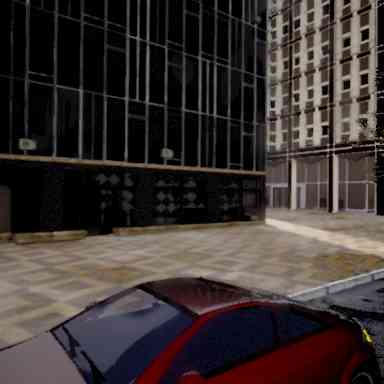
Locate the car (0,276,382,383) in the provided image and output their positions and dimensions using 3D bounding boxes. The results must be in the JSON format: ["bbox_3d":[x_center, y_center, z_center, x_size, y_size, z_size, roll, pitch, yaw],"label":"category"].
[{"bbox_3d":[-0.168,1.567,2.949,4.181,1.385,1.994,0,0,-35],"label":"car"}]
